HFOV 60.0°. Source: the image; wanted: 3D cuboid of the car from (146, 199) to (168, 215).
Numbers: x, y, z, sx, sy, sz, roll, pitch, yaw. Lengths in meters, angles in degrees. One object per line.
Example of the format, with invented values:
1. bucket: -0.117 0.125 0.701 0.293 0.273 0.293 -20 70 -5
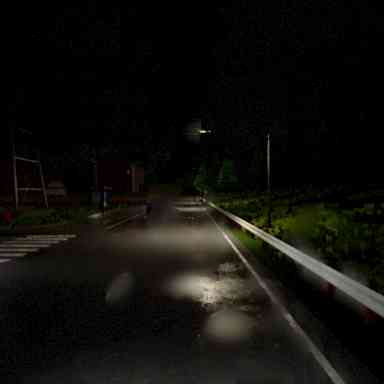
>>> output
1. car: -3.573 1.517 34.488 1.882 1.535 5.008 0 0 0
